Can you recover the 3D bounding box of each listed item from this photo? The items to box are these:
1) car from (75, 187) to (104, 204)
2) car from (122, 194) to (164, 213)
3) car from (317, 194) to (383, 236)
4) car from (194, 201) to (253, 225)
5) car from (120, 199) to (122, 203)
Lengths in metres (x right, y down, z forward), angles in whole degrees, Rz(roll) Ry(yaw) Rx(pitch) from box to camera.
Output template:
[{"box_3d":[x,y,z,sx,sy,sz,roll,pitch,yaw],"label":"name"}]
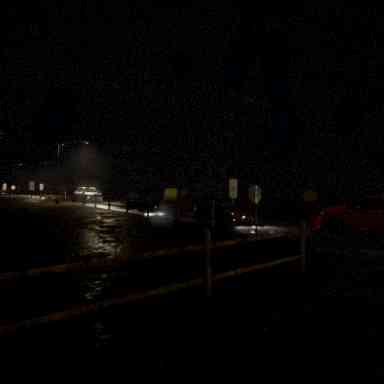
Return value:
[{"box_3d":[-13.024,0.416,41.861,2.150,2.045,5.566,1,1,-35],"label":"car"},{"box_3d":[-4.195,1.034,29.433,1.994,1.385,4.181,1,1,-36],"label":"car"},{"box_3d":[8.850,1.143,15.504,5.566,2.045,2.150,2,4,37],"label":"car"},{"box_3d":[1.893,1.243,20.932,1.994,1.385,4.181,1,1,-34],"label":"car"},{"box_3d":[-6.180,0.914,37.141,2.033,1.411,5.357,1,0,-35],"label":"car"}]
